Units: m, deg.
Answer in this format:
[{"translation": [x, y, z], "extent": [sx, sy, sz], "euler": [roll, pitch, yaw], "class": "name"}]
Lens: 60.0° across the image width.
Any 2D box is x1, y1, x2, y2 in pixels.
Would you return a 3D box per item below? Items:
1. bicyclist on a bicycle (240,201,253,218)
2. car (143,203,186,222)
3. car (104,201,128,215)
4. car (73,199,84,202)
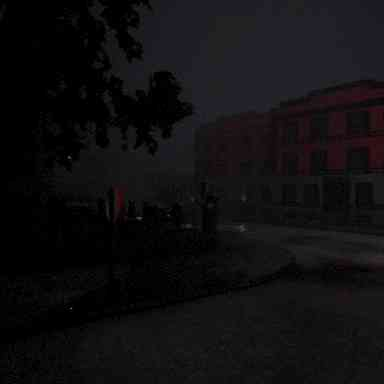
[{"translation": [5.076, 1.638, 31.055], "extent": [1.656, 1.620, 0.582], "euler": [1, 0, -36], "class": "bicyclist on a bicycle"}, {"translation": [-2.353, 1.684, 27.007], "extent": [1.837, 1.490, 4.892], "euler": [1, -1, -36], "class": "car"}, {"translation": [-8.533, 1.656, 35.674], "extent": [1.882, 1.535, 5.008], "euler": [1, 0, -35], "class": "car"}, {"translation": [-16.199, 1.704, 46.509], "extent": [1.812, 1.442, 4.674], "euler": [1, -1, -35], "class": "car"}]
